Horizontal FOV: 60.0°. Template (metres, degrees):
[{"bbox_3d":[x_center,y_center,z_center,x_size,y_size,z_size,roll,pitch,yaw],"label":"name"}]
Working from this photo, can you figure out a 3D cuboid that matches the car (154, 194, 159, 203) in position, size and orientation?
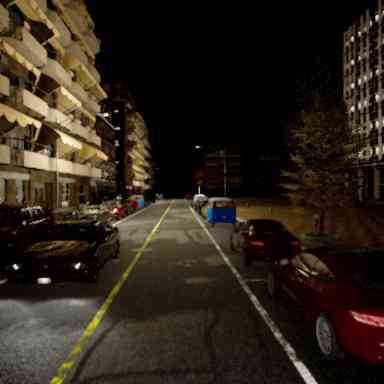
[{"bbox_3d":[-8.164,1.550,66.064,1.947,1.339,4.313,-1,0,-2],"label":"car"}]

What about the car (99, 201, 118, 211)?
[{"bbox_3d":[-6.488,1.558,21.884,2.008,1.369,4.403,-1,0,-2],"label":"car"}]

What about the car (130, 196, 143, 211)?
[{"bbox_3d":[-7.117,1.539,38.451,1.887,1.381,4.507,-1,0,-2],"label":"car"}]

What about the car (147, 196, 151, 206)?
[{"bbox_3d":[-7.536,1.571,49.497,1.802,1.307,4.206,-1,0,-2],"label":"car"}]

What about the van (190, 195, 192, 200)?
[{"bbox_3d":[1.045,1.278,44.292,1.690,1.788,3.998,-1,0,-2],"label":"van"}]

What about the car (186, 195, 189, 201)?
[{"bbox_3d":[-0.419,1.477,82.950,1.887,1.381,4.507,-1,0,-2],"label":"car"}]

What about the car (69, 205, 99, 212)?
[{"bbox_3d":[-6.278,1.564,16.361,2.008,1.369,4.403,-1,0,-2],"label":"car"}]

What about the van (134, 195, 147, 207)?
[{"bbox_3d":[-7.329,1.332,43.974,1.690,1.788,3.998,-1,0,-2],"label":"van"}]

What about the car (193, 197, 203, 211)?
[{"bbox_3d":[1.467,1.509,33.246,1.947,1.339,4.313,-1,0,-2],"label":"car"}]

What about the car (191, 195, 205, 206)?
[{"bbox_3d":[1.256,1.380,38.768,1.967,1.590,4.097,-1,0,-2],"label":"car"}]

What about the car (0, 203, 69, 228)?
[{"bbox_3d":[-6.073,1.336,10.838,2.192,1.841,5.009,-1,0,-2],"label":"car"}]

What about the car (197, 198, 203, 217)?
[{"bbox_3d":[1.670,1.473,27.892,1.752,1.417,4.829,-1,0,-2],"label":"car"}]

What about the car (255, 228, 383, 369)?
[{"bbox_3d":[2.514,1.556,5.633,1.802,1.307,4.206,-1,0,-2],"label":"car"}]

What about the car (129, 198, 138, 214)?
[{"bbox_3d":[-6.907,1.564,32.929,1.947,1.339,4.313,-1,0,-2],"label":"car"}]

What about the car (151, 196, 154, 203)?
[{"bbox_3d":[-7.745,1.569,55.019,1.802,1.307,4.206,-1,0,-2],"label":"car"}]

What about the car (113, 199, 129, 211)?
[{"bbox_3d":[-6.699,1.442,27.405,1.967,1.590,4.097,-1,0,-2],"label":"car"}]

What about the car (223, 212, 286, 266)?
[{"bbox_3d":[2.304,1.548,11.155,1.802,1.307,4.206,-1,0,-2],"label":"car"}]

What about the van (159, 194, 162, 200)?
[{"bbox_3d":[-9.215,1.332,93.677,1.690,1.788,3.998,-1,0,-2],"label":"van"}]

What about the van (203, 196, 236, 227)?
[{"bbox_3d":[1.883,1.294,22.201,1.690,1.788,3.998,-1,0,-2],"label":"van"}]

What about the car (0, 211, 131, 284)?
[{"bbox_3d":[-3.337,1.552,9.943,2.033,1.411,5.357,0,0,-2],"label":"car"}]

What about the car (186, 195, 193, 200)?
[{"bbox_3d":[-0.838,1.481,93.994,1.887,1.381,4.507,-1,0,-2],"label":"car"}]
